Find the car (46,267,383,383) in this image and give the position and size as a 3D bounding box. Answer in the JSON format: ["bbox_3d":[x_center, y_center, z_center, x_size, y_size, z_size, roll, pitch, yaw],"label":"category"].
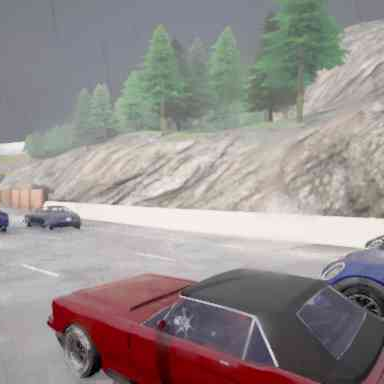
[{"bbox_3d":[0.388,1.601,3.800,4.718,1.301,1.895,0,0,36],"label":"car"}]

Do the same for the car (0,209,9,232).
[{"bbox_3d":[-11.945,1.398,18.600,5.008,1.535,1.882,0,0,43],"label":"car"}]

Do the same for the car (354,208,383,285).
[{"bbox_3d":[6.587,1.383,7.978,4.553,1.767,2.097,0,0,35],"label":"car"}]

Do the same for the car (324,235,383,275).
[{"bbox_3d":[4.398,1.373,5.245,4.553,1.767,2.097,0,0,35],"label":"car"}]

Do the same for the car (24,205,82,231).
[{"bbox_3d":[-8.487,1.502,20.179,4.181,1.385,1.994,0,0,42],"label":"car"}]
